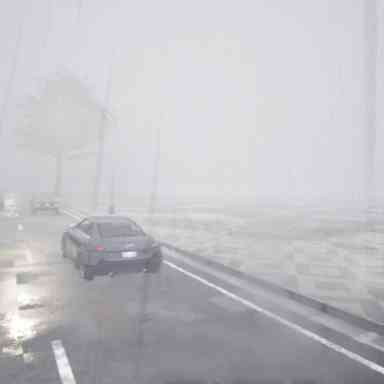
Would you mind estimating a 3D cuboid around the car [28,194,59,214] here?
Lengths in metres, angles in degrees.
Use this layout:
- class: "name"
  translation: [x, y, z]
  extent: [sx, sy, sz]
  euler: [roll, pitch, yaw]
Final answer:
- class: "car"
  translation: [-11.282, 0.871, 25.296]
  extent: [2.033, 1.411, 5.357]
  euler: [1, 1, -29]

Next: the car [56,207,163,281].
- class: "car"
  translation: [-2.412, 1.351, 9.406]
  extent: [1.994, 1.385, 4.181]
  euler: [1, 1, -29]

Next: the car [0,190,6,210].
- class: "car"
  translation: [-16.850, 0.741, 28.031]
  extent: [1.895, 1.301, 4.718]
  euler: [1, 1, -29]
